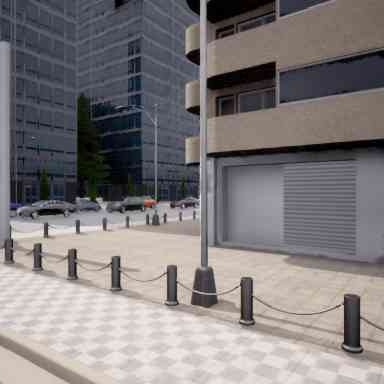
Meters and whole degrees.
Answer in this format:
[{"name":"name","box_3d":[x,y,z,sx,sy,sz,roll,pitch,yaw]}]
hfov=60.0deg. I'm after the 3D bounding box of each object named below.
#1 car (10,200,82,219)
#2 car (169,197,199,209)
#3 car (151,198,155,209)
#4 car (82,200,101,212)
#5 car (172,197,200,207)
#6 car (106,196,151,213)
[{"name":"car","box_3d":[-12.387,1.436,28.395,2.128,1.511,4.902,0,0,36]},{"name":"car","box_3d":[-0.977,1.449,44.198,1.837,1.490,4.892,0,0,36]},{"name":"car","box_3d":[-6.781,1.297,42.142,2.097,1.767,4.553,0,0,36]},{"name":"car","box_3d":[-11.722,1.508,35.292,1.994,1.385,4.181,0,0,36]},{"name":"car","box_3d":[-0.818,1.470,50.374,1.812,1.442,4.674,0,0,36]},{"name":"car","box_3d":[-7.047,1.297,35.798,2.097,1.767,4.553,0,0,36]}]
